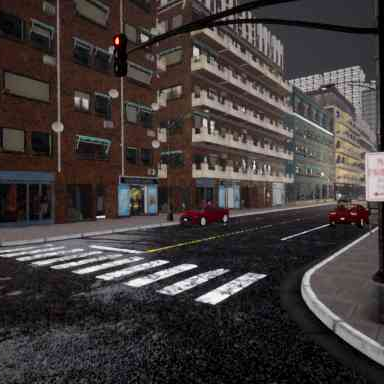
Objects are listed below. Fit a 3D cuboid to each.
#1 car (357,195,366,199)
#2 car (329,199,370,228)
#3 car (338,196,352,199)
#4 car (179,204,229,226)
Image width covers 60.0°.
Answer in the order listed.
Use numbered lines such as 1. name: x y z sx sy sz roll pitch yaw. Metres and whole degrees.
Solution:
1. car: 36.632 1.293 71.444 1.802 1.307 4.206 -1 0 36
2. car: 9.839 1.372 20.625 1.887 1.381 4.507 -1 0 36
3. car: 26.541 1.347 57.703 1.947 1.339 4.313 -1 0 36
4. car: 0.914 1.515 23.021 1.887 1.381 4.507 -1 0 36
